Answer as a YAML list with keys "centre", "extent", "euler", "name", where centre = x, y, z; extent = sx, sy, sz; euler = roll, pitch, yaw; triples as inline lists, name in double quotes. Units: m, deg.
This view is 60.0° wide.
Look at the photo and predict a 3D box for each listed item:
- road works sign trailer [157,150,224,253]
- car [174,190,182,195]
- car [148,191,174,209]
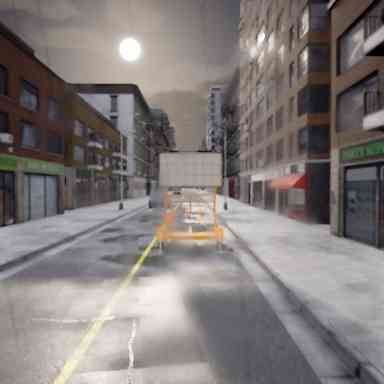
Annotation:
- centre: [-0.054, 0.241, 12.501]
  extent: [2.380, 3.560, 2.880]
  euler: [0, 1, 0]
  name: "road works sign trailer"
- centre: [-3.320, 0.218, 75.894]
  extent: [1.895, 1.301, 4.718]
  euler: [0, 1, 0]
  name: "car"
- centre: [-3.237, 0.758, 34.163]
  extent: [2.097, 1.767, 4.553]
  euler: [0, 1, 0]
  name: "car"
